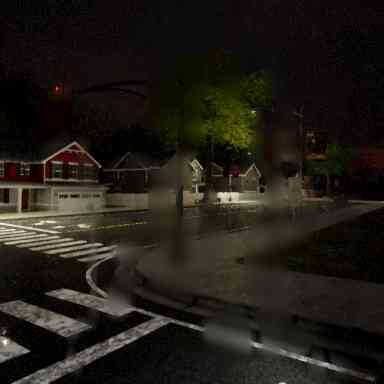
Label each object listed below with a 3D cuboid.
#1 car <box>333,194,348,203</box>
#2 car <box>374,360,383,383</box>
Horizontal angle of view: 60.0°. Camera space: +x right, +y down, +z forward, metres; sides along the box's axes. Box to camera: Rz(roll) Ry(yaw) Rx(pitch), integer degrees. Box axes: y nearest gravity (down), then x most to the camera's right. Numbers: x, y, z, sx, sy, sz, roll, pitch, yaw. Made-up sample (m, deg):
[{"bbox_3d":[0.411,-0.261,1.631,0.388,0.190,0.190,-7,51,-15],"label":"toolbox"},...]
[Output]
[{"bbox_3d":[28.056,1.208,62.697,2.128,1.511,4.902,1,0,36],"label":"car"},{"bbox_3d":[3.380,1.506,1.268,4.892,1.490,1.837,0,0,36],"label":"car"}]
